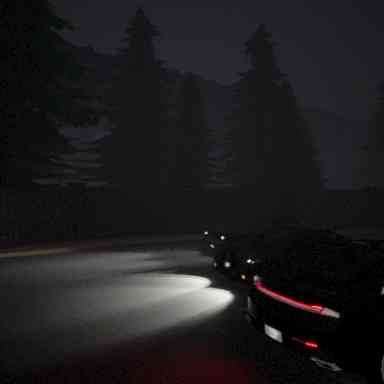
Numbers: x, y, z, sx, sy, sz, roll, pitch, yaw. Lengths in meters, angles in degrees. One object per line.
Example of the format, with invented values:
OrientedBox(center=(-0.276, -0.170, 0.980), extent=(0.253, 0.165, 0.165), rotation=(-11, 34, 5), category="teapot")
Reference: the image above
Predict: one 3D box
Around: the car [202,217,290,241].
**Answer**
OrientedBox(center=(2.810, 1.649, 12.762), extent=(4.718, 1.301, 1.895), rotation=(0, 0, -20), category="car")

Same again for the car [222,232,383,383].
OrientedBox(center=(3.158, 1.521, 5.129), extent=(4.902, 1.511, 2.128), rotation=(0, 0, -26), category="car")

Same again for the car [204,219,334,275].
OrientedBox(center=(2.710, 1.602, 8.862), extent=(4.181, 1.385, 1.994), rotation=(0, 0, -22), category="car")
